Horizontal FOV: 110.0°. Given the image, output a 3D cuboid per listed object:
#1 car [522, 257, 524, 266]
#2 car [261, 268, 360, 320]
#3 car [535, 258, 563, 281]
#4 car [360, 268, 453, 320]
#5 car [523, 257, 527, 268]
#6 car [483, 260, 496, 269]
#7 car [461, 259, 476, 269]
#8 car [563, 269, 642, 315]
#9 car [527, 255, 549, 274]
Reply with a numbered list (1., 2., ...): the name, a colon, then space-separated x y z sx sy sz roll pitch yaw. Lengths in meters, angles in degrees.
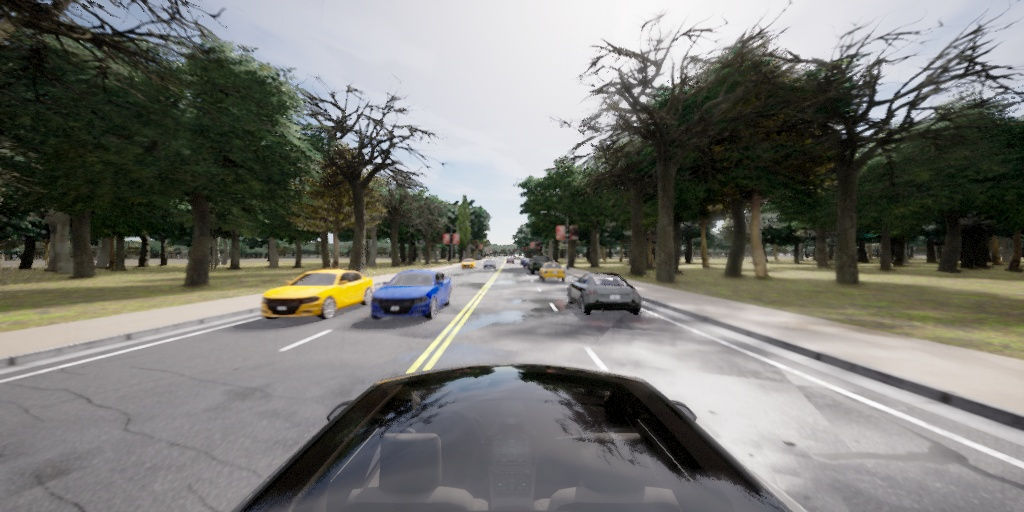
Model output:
1. car: 3.088 1.239 62.275 1.812 1.442 4.674 0 0 0
2. car: -6.601 1.227 12.776 1.882 1.535 5.008 0 0 0
3. car: 3.223 1.202 29.449 1.801 1.575 5.366 0 0 0
4. car: -3.351 1.227 12.778 1.882 1.535 5.008 0 0 0
5. car: 3.146 1.218 51.269 2.128 1.511 4.902 0 0 0
6. car: -3.423 1.269 55.239 2.033 1.411 5.357 0 0 0
7. car: -6.675 1.199 55.404 1.882 1.535 5.008 0 0 0
8. car: 3.348 1.313 13.658 1.994 1.385 4.181 0 0 0
9. car: 3.191 0.959 40.294 2.150 2.045 5.566 0 0 0
